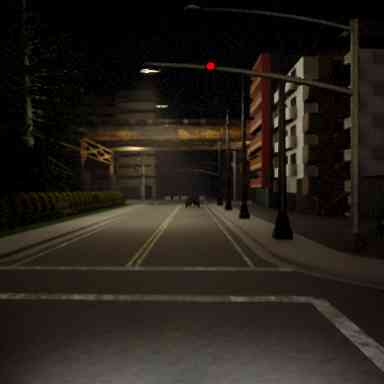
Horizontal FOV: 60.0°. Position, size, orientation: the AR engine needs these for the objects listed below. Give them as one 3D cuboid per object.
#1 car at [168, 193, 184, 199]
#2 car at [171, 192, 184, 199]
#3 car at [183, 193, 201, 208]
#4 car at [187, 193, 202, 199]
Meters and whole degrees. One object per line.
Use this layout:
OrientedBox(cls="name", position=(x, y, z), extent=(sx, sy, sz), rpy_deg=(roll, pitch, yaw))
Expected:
OrientedBox(cls="car", position=(-3.638, 0.847, 76.430), extent=(1.853, 1.218, 4.536), rpy_deg=(0, 0, 25))
OrientedBox(cls="car", position=(-3.659, 1.005, 76.383), extent=(2.038, 1.542, 4.974), rpy_deg=(0, 0, 25))
OrientedBox(cls="car", position=(0.091, 1.236, 42.890), extent=(1.837, 1.490, 4.892), rpy_deg=(0, 0, 0))
OrientedBox(cls="car", position=(0.483, 0.833, 76.124), extent=(1.853, 1.218, 4.536), rpy_deg=(0, 0, -20))
